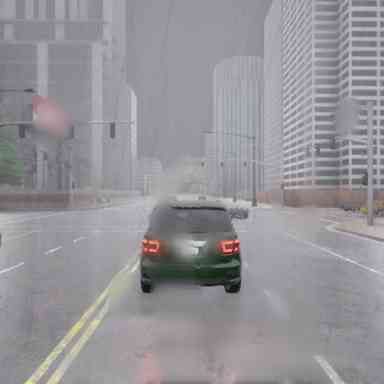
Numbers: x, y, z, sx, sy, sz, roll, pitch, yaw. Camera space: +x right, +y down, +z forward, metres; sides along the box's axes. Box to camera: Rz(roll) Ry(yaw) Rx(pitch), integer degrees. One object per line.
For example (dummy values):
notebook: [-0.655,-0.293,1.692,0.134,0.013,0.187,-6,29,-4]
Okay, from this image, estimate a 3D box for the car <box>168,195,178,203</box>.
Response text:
car: [-4.105,1.500,72.166,1.837,1.490,4.892,0,0,0]

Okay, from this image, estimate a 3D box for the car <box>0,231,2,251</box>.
car: [-7.151,1.504,9.005,1.837,1.490,4.892,0,0,0]

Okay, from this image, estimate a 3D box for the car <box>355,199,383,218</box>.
car: [17.985,1.477,30.126,5.008,1.535,1.882,0,0,-1]

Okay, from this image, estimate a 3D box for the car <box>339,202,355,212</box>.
car: [19.466,1.547,37.347,5.357,1.411,2.033,0,0,-1]

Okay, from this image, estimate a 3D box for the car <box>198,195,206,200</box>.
car: [2.737,1.500,90.590,1.837,1.490,4.892,0,0,0]

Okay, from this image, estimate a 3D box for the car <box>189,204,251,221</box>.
car: [2.160,1.601,26.405,4.718,1.301,1.895,0,0,-1]

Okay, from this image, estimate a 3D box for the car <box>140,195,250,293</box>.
car: [-0.021,1.221,8.980,2.150,2.045,5.566,0,0,0]

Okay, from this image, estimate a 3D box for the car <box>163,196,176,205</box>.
car: [-4.082,1.547,61.861,2.033,1.411,5.357,0,0,0]

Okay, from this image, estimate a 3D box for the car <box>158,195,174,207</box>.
car: [-4.026,1.352,52.238,2.097,1.767,4.553,0,0,0]
